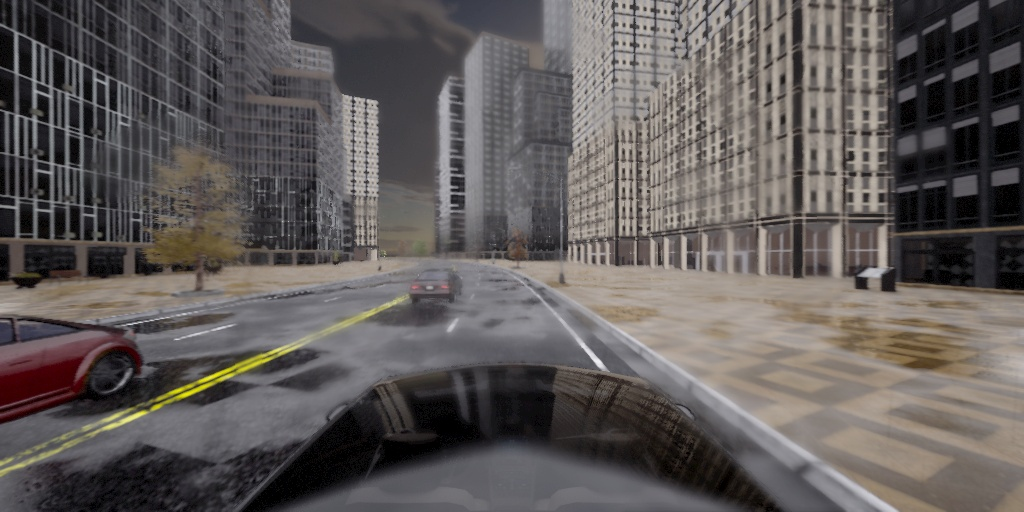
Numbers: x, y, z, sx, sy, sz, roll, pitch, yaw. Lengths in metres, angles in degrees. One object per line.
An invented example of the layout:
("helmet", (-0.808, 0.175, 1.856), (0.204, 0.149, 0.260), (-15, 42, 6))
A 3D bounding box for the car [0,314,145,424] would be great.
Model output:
("car", (-6.623, 1.343, 3.705), (1.994, 1.385, 4.181), (0, 0, 0))

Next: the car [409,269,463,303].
("car", (-3.407, 1.310, 16.816), (2.033, 1.411, 5.357), (0, 0, -3))
